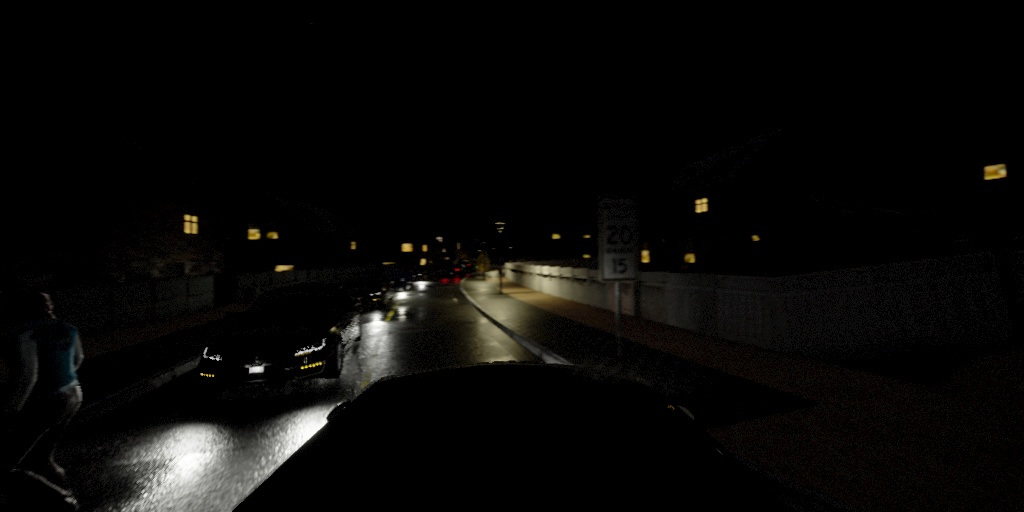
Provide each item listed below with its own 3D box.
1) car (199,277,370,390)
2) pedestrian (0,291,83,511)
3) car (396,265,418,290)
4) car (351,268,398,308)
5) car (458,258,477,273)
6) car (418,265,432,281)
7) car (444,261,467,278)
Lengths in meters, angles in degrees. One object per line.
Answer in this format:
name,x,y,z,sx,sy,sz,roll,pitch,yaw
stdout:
car,-4.252,1.374,7.363,1.837,1.490,4.892,-1,-1,-16
pedestrian,-3.535,1.111,2.679,0.375,1.860,0.375,-1,-1,-19
car,-8.308,1.573,25.974,1.882,1.535,5.008,-1,0,-7
car,-6.608,1.492,16.570,1.837,1.490,4.892,-1,-1,-12
car,-6.389,1.368,51.041,2.150,2.045,5.566,-1,0,4
car,-9.329,1.686,36.101,1.837,1.490,4.892,-1,0,-3
car,-6.557,1.678,40.904,1.812,1.442,4.674,-1,0,-1
